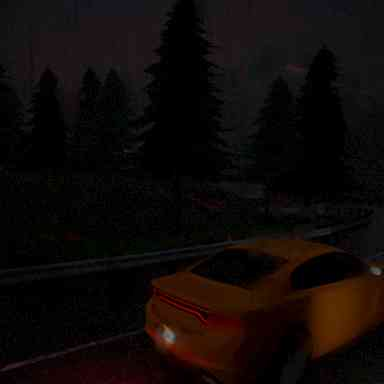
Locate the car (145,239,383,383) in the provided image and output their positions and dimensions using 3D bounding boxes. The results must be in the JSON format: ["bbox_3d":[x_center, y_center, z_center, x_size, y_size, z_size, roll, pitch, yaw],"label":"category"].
[{"bbox_3d":[1.675,1.511,5.345,5.008,1.535,1.882,1,0,-39],"label":"car"}]
